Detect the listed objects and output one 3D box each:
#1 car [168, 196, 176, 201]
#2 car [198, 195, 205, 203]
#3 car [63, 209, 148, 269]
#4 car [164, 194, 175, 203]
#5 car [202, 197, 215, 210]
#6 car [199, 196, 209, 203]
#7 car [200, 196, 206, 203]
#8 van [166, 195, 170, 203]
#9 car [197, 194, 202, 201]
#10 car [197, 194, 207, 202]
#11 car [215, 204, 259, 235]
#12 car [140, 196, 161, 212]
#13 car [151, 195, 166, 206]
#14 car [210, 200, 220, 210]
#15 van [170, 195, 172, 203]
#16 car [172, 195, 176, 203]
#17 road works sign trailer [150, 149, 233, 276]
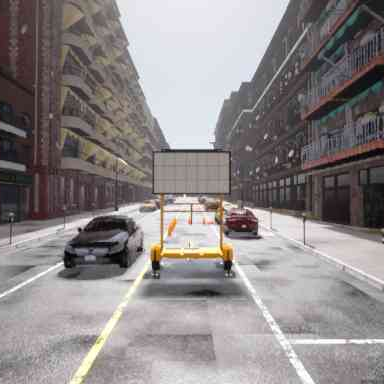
[{"bbox_3d":[-5.318,1.832,90.654,1.947,1.339,4.313,1,0,0],"label":"car"},{"bbox_3d":[2.570,1.685,62.942,1.887,1.381,4.507,1,0,0],"label":"car"},{"bbox_3d":[-2.752,1.535,11.319,1.812,1.442,4.674,0,0,0],"label":"car"},{"bbox_3d":[-5.309,1.527,79.593,2.192,1.841,5.009,1,0,0],"label":"car"},{"bbox_3d":[2.575,1.614,40.818,1.887,1.381,4.507,1,0,0],"label":"car"},{"bbox_3d":[2.577,1.627,74.004,1.967,1.590,4.097,1,0,0],"label":"car"},{"bbox_3d":[2.574,1.635,46.350,2.008,1.369,4.403,1,0,0],"label":"car"},{"bbox_3d":[-5.303,1.460,57.470,1.690,1.788,3.998,2,0,0],"label":"van"},{"bbox_3d":[2.569,1.707,68.472,1.887,1.381,4.507,1,0,0],"label":"car"},{"bbox_3d":[2.536,1.552,85.066,2.192,1.841,5.009,1,0,0],"label":"car"},{"bbox_3d":[2.581,1.565,18.696,1.887,1.381,4.507,1,0,0],"label":"car"},{"bbox_3d":[-5.304,1.595,40.709,1.752,1.417,4.829,2,0,0],"label":"car"},{"bbox_3d":[-5.300,1.400,46.412,2.192,1.841,5.009,2,0,0],"label":"car"},{"bbox_3d":[2.580,1.555,24.398,1.752,1.417,4.829,1,0,0],"label":"car"},{"bbox_3d":[-5.306,1.482,63.002,1.690,1.788,3.998,1,0,0],"label":"van"},{"bbox_3d":[-5.308,1.502,74.063,2.192,1.841,5.009,1,0,0],"label":"car"},{"bbox_3d":[-0.012,0.473,10.367,2.380,3.560,2.880,0,0,0],"label":"road works sign trailer"}]
